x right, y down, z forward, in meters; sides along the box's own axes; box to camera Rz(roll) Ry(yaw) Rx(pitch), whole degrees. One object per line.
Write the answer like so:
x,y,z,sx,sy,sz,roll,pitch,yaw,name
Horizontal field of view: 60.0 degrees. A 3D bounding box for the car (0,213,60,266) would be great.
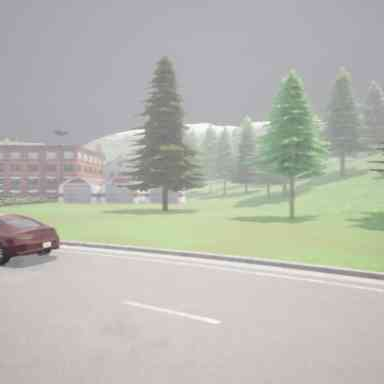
-6.568,1.443,11.058,4.674,1.442,1.812,0,0,22,car
